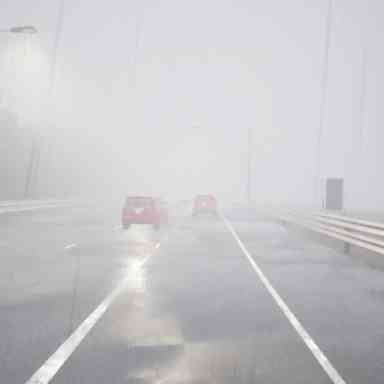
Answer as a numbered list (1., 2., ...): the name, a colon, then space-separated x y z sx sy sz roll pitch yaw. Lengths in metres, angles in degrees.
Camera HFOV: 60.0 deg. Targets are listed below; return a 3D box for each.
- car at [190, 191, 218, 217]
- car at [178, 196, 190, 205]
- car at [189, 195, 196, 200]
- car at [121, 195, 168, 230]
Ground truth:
1. car: 1.268 1.225 31.538 2.150 2.045 5.566 1 0 3
2. car: -1.268 1.590 56.543 1.895 1.301 4.718 0 0 2
3. car: 0.202 1.590 92.930 1.812 1.442 4.674 0 0 2
4. car: -2.833 1.197 20.941 2.150 2.045 5.566 0 0 3
